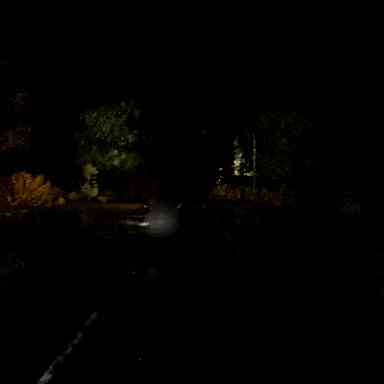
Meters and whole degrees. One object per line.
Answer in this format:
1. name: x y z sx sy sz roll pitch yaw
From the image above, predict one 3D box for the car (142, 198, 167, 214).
1. car: -3.531 1.296 31.861 1.812 1.442 4.674 1 -1 0
